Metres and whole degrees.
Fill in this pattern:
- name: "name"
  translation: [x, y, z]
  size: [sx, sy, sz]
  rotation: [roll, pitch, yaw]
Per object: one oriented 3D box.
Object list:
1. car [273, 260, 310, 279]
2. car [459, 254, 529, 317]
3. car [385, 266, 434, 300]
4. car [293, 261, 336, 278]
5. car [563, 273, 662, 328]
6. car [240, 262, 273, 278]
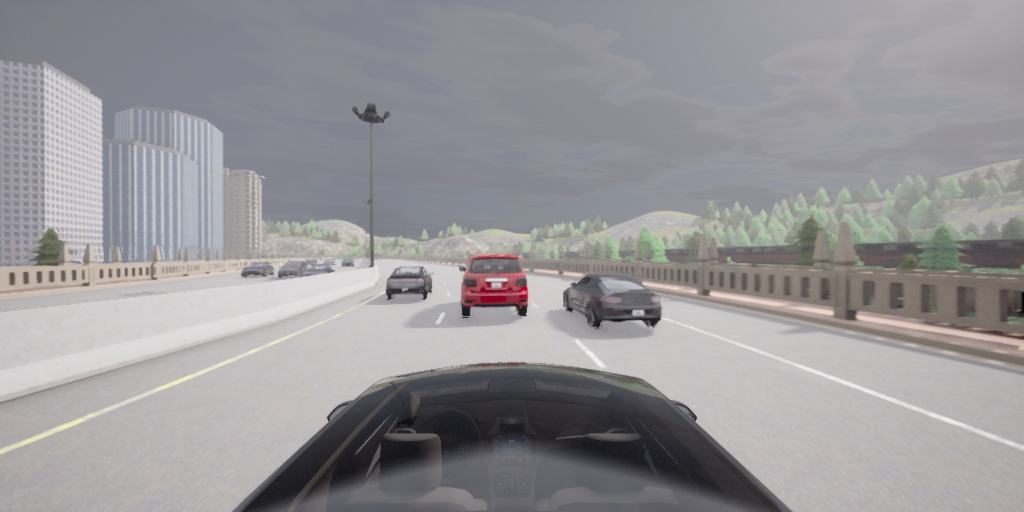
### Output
- name: "car"
  translation: [-20.208, 1.282, 33.246]
  size: [1.837, 1.490, 4.892]
  rotation: [0, 0, -21]
- name: "car"
  translation: [-0.766, 0.955, 13.331]
  size: [2.150, 2.045, 5.566]
  rotation: [0, 0, -7]
- name: "car"
  translation: [-4.974, 1.234, 17.773]
  size: [2.128, 1.511, 4.902]
  rotation: [0, 0, -9]
- name: "car"
  translation: [-14.370, 1.328, 26.695]
  size: [1.994, 1.385, 4.181]
  rotation: [0, 0, -16]
- name: "car"
  translation: [2.935, 1.248, 11.212]
  size: [1.812, 1.442, 4.674]
  rotation: [0, 0, -5]
- name: "car"
  translation: [-24.597, 1.338, 34.939]
  size: [2.033, 1.411, 5.357]
  rotation: [0, 0, -22]
